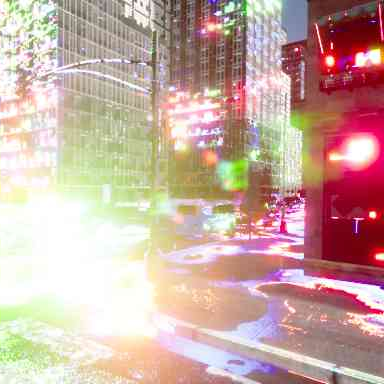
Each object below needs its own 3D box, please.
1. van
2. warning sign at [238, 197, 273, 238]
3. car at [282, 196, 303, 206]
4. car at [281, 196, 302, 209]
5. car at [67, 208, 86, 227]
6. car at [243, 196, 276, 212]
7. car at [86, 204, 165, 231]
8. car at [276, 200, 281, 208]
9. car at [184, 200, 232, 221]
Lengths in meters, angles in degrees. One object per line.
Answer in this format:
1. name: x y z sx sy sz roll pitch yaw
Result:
1. van: 0.804 1.368 17.003 1.690 1.788 3.998 1 1 35
2. warning sign: 3.089 1.177 16.116 1.300 1.860 1.060 1 1 35
3. car: 16.194 1.364 53.337 1.752 1.417 4.829 1 1 35
4. car: 13.041 1.438 44.291 2.033 1.411 5.357 1 1 36
5. car: -6.045 1.467 21.839 1.947 1.339 4.313 1 1 35
6. car: 6.852 1.384 35.598 1.882 1.535 5.008 1 1 35
7. car: -3.827 1.540 20.490 1.895 1.301 4.718 1 1 35
8. car: 9.910 1.293 44.436 1.967 1.590 4.097 1 1 35
9. car: 1.426 1.448 27.927 1.812 1.442 4.674 1 1 35
